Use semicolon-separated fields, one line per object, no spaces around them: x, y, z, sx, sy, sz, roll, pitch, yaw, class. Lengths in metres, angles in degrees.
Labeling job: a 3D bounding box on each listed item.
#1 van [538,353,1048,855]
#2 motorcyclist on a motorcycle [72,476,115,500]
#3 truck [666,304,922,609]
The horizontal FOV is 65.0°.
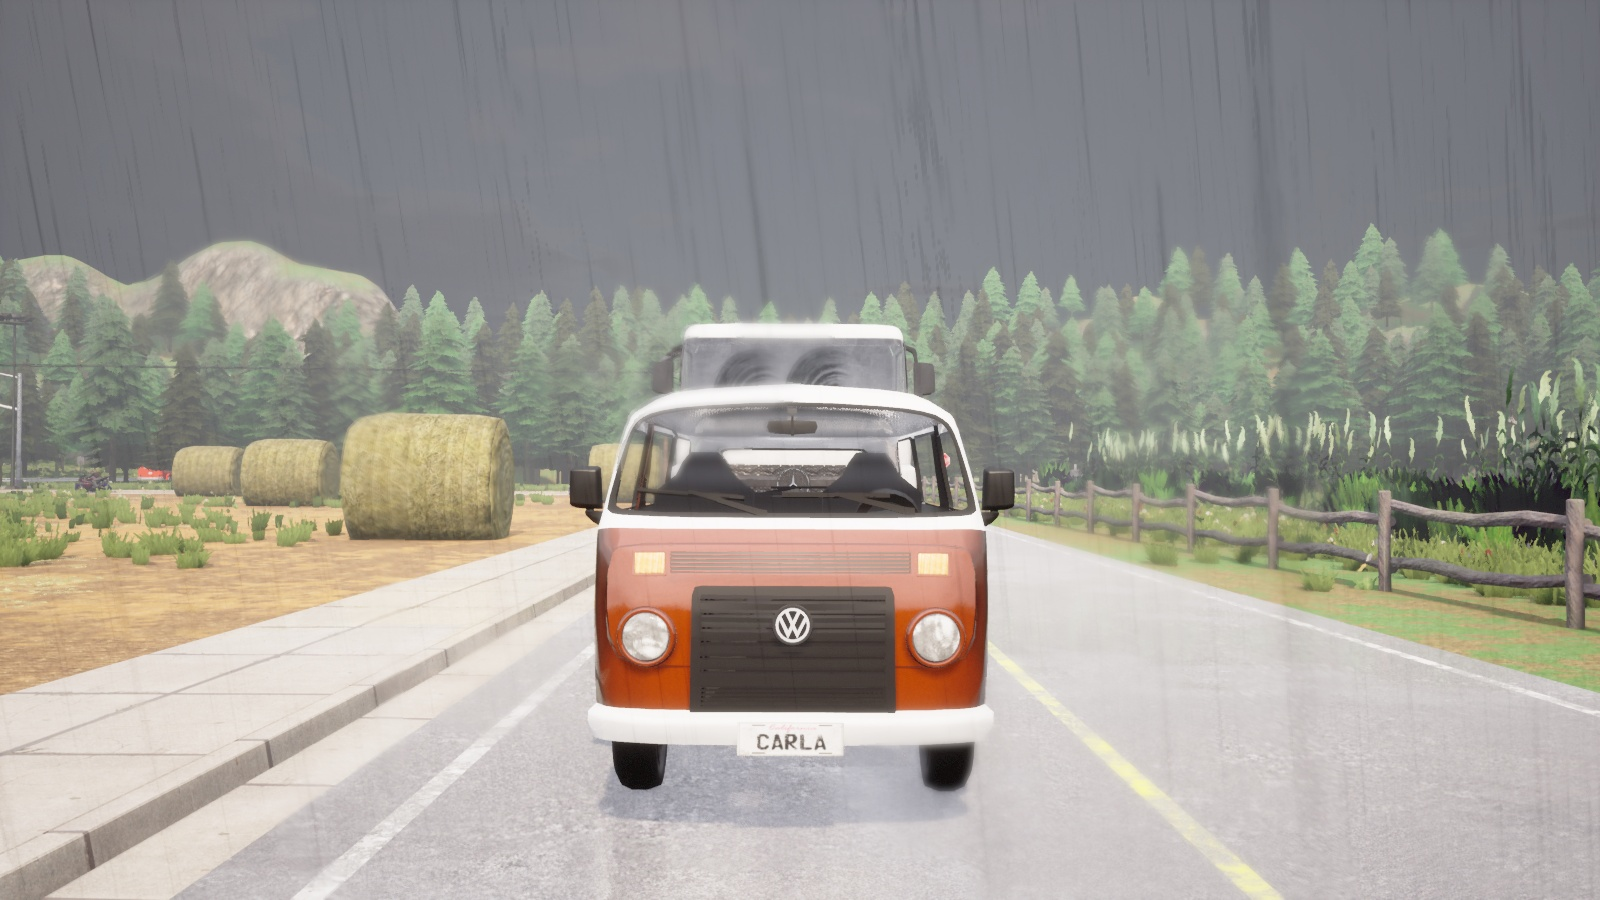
-0.037;0.662;7.364;2.069;2.038;4.480;0;-1;0;van
-44.225;2.378;78.594;2.191;1.530;0.866;0;-1;-3;motorcyclist on a motorcycle
-0.089;0.139;18.252;2.891;3.462;7.936;0;-1;0;truck
